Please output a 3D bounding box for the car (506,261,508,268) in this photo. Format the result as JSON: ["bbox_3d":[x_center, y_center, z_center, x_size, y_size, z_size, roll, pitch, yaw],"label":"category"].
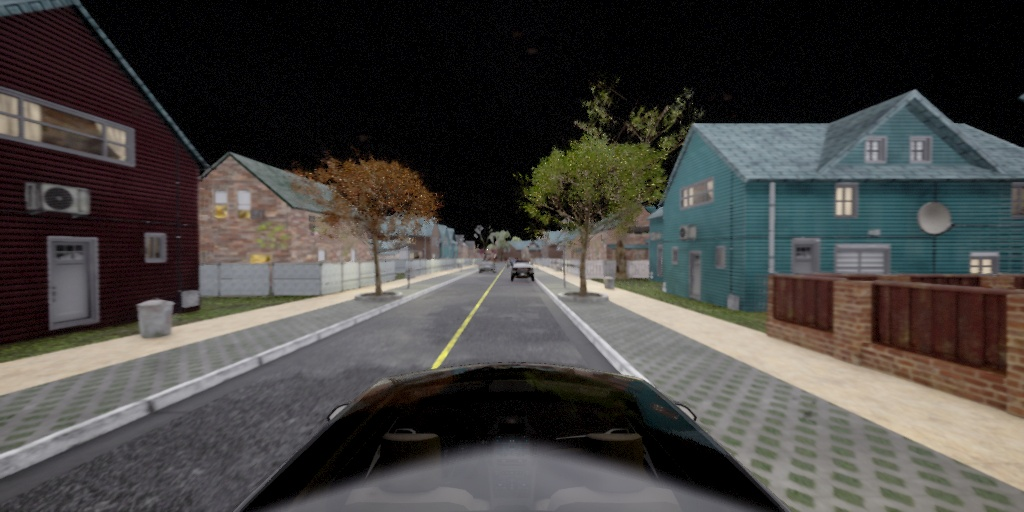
[{"bbox_3d":[0.004,1.331,64.221,2.128,1.511,4.902,0,0,0],"label":"car"}]

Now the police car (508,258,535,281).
[{"bbox_3d":[0.826,1.180,29.840,1.930,1.638,5.238,0,0,0],"label":"police car"}]

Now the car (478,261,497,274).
[{"bbox_3d":[-2.831,1.283,41.683,1.837,1.490,4.892,0,-1,0],"label":"car"}]
